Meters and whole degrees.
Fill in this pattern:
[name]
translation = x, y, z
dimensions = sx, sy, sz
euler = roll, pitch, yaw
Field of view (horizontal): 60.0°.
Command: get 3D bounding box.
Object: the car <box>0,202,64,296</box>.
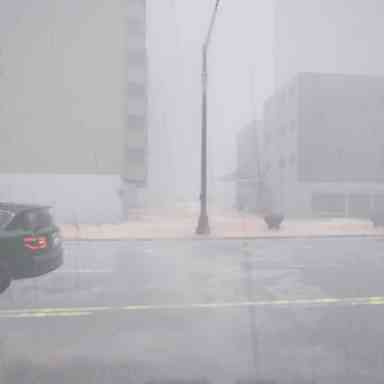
[car]
translation = -5.961, 1.266, 7.808
dimensions = 5.566, 2.045, 2.150
euler = 1, -1, -7
